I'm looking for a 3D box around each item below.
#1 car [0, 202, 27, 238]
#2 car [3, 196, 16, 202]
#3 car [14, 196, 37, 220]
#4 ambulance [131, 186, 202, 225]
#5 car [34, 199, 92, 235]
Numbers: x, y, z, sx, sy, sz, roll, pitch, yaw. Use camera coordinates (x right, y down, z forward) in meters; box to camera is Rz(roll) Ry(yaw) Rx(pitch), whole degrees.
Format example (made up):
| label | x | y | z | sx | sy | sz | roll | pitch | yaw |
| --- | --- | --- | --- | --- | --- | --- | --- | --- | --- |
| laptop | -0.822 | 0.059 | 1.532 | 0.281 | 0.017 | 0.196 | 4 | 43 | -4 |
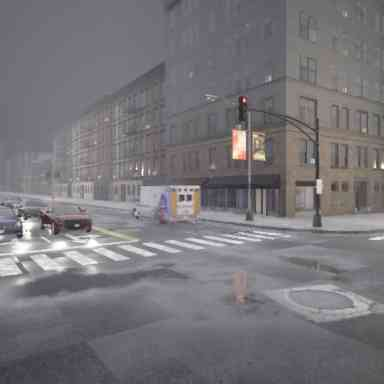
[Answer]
| label | x | y | z | sx | sy | sz | roll | pitch | yaw |
| --- | --- | --- | --- | --- | --- | --- | --- | --- | --- |
| car | -9.617 | 1.445 | 16.402 | 1.812 | 1.442 | 4.674 | -1 | 1 | -35 |
| car | -19.506 | 1.228 | 36.273 | 2.128 | 1.511 | 4.902 | -1 | 1 | -34 |
| car | -12.352 | 1.330 | 25.978 | 1.837 | 1.490 | 4.892 | -1 | 1 | -35 |
| ambulance | -2.058 | 0.844 | 22.757 | 2.351 | 2.431 | 6.366 | -1 | 1 | -35 |
| car | -7.095 | 1.363 | 18.431 | 1.882 | 1.535 | 5.008 | -1 | 1 | -35 |
